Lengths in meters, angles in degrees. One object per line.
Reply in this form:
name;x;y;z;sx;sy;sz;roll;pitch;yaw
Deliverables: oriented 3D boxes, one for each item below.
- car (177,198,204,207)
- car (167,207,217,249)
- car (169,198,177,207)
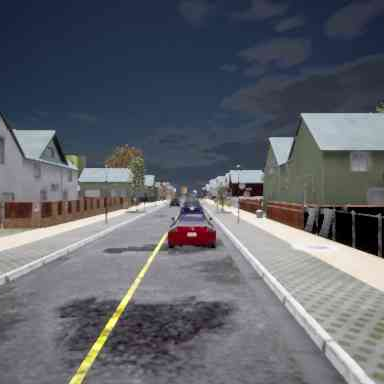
car;0.000;1.415;29.626;2.097;1.767;4.553;0;0;0
car;0.000;1.585;14.652;1.994;1.385;4.181;0;0;0
car;-2.750;1.712;55.659;1.837;1.490;4.892;0;0;0
